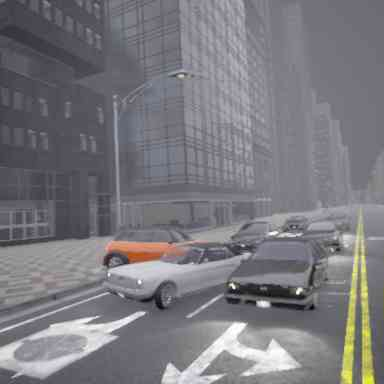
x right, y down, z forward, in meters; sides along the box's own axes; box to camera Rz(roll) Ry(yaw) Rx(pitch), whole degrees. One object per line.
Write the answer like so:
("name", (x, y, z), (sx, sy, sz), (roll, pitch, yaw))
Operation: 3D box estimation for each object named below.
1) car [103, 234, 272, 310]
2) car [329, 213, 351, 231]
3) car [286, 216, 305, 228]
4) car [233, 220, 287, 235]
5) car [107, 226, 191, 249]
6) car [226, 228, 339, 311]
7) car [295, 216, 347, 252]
("car", (-0.034, 2.160, 9.444), (4.718, 1.301, 1.895), (0, -4, -41))
("car", (12.744, 2.576, 28.998), (2.128, 1.511, 4.902), (-4, -4, 27))
("car", (9.432, 2.836, 29.634), (1.994, 1.385, 4.181), (-4, -4, 27))
("car", (3.520, 2.393, 18.054), (1.837, 1.490, 4.892), (-4, -4, 27))
("car", (-0.939, 2.096, 12.623), (4.553, 1.767, 2.097), (-2, -3, 12))
("car", (2.646, 1.972, 9.137), (2.033, 1.411, 5.357), (-4, -3, 27))
("car", (6.971, 2.234, 17.676), (1.812, 1.442, 4.674), (-4, -4, 27))
